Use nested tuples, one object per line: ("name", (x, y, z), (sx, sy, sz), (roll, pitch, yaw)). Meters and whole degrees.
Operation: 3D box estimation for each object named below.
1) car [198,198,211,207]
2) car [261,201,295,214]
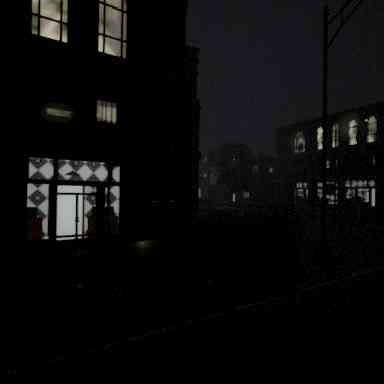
("car", (1.328, 1.617, 52.106), (1.887, 1.381, 4.507), (1, -1, -27))
("car", (9.405, 1.621, 36.629), (2.008, 1.369, 4.403), (1, -1, -27))
